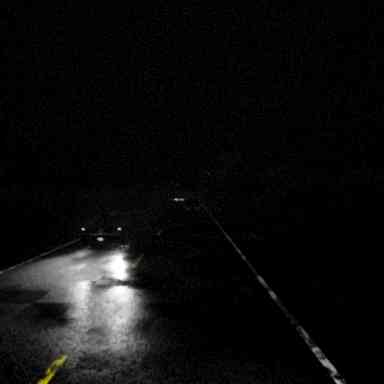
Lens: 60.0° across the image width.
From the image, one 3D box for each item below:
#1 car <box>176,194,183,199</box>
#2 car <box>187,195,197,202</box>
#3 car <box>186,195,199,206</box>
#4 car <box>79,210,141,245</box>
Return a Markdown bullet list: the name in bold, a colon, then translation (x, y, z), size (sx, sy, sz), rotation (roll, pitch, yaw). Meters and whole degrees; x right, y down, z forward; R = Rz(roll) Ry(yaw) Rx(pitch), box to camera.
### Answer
- **car**: translation (-3.523, 1.269, 94.484), size (1.895, 1.301, 4.718), rotation (0, 0, 0)
- **car**: translation (0.005, 1.306, 70.092), size (2.033, 1.411, 5.357), rotation (0, 0, 0)
- **car**: translation (0.088, 1.356, 51.437), size (1.812, 1.442, 4.674), rotation (0, 0, 0)
- **car**: translation (-3.604, 1.552, 15.354), size (1.895, 1.301, 4.718), rotation (0, 0, 0)
